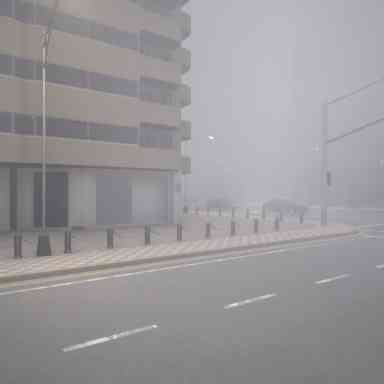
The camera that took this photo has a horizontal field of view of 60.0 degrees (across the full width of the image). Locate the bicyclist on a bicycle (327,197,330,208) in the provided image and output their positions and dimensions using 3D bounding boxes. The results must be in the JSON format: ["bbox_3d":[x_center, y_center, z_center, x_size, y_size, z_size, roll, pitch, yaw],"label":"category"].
[{"bbox_3d":[17.322,1.245,43.050,1.656,1.620,0.582,0,0,-35],"label":"bicyclist on a bicycle"}]

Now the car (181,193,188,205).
[{"bbox_3d":[-3.522,1.166,58.373,2.150,2.045,5.566,0,0,-34],"label":"car"}]

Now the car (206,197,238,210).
[{"bbox_3d":[3.711,1.435,41.619,2.128,1.511,4.902,0,0,-35],"label":"car"}]

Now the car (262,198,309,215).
[{"bbox_3d":[9.370,1.422,33.598,1.882,1.535,5.008,0,0,-35],"label":"car"}]

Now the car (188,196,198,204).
[{"bbox_3d":[-0.785,1.449,60.575,1.837,1.490,4.892,0,0,-34],"label":"car"}]
